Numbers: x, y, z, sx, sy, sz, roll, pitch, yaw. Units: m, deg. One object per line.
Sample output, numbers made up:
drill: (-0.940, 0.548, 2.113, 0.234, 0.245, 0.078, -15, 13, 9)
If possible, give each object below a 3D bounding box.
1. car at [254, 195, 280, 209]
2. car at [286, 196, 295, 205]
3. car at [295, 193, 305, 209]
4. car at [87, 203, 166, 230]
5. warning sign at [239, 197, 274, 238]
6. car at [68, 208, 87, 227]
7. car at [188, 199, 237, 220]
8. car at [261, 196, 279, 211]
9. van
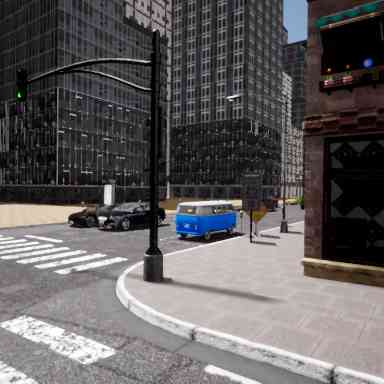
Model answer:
car: (10.038, 1.293, 44.419, 1.967, 1.590, 4.097, 1, 1, 35)
car: (16.353, 1.364, 53.299, 1.752, 1.417, 4.829, 1, 1, 35)
car: (15.418, 1.159, 42.093, 2.150, 2.045, 5.566, 1, 1, 36)
car: (-3.659, 1.431, 20.695, 2.128, 1.511, 4.902, 1, 1, 35)
warning sign: (3.117, 1.177, 16.124, 1.300, 1.860, 1.060, 1, 1, 35)
car: (-5.996, 1.467, 21.879, 1.947, 1.339, 4.313, 1, 1, 35)
car: (1.860, 1.426, 28.451, 1.837, 1.490, 4.892, 1, 1, 36)
car: (7.754, 1.430, 36.731, 1.812, 1.442, 4.674, 1, 1, 36)
van: (0.835, 1.368, 17.018, 1.690, 1.788, 3.998, 1, 1, 35)
